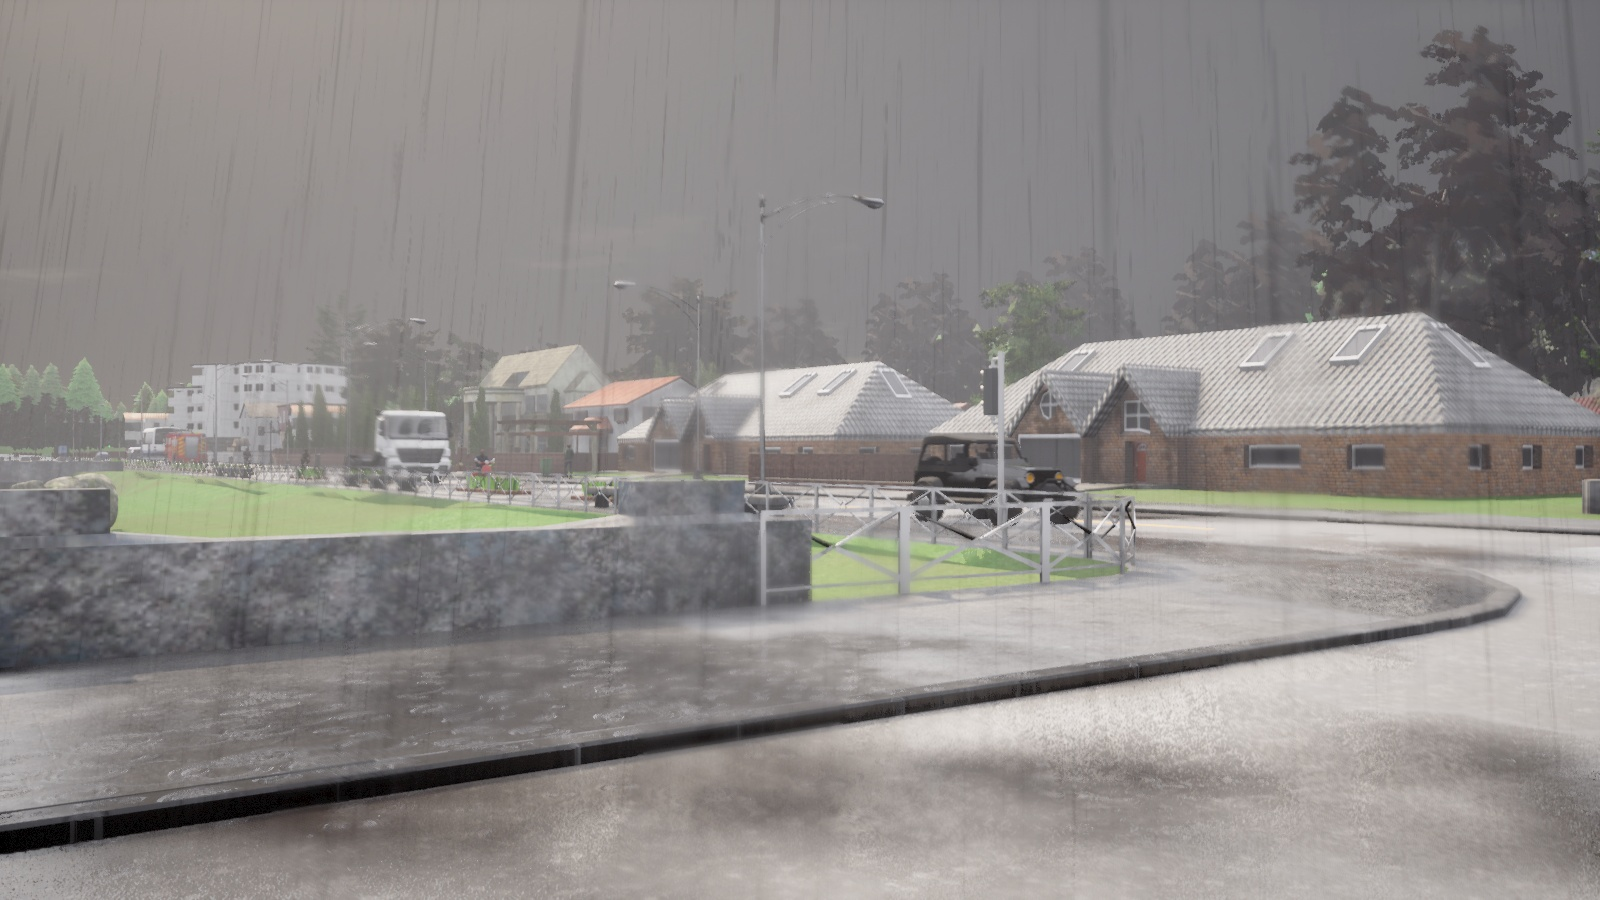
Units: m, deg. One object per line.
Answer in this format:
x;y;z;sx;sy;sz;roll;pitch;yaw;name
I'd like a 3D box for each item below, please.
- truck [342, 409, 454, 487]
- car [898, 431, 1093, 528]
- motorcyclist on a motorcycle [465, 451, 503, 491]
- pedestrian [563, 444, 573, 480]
-19.378;-0.068;60.135;2.891;3.462;7.936;0;0;-35;truck
4.045;0.578;26.493;1.905;1.878;3.866;0;0;-35;car
-12.743;0.830;50.608;0.866;1.590;1.817;0;0;-35;motorcyclist on a motorcycle
-11.980;0.610;64.869;0.353;1.847;0.614;0;0;-30;pedestrian
